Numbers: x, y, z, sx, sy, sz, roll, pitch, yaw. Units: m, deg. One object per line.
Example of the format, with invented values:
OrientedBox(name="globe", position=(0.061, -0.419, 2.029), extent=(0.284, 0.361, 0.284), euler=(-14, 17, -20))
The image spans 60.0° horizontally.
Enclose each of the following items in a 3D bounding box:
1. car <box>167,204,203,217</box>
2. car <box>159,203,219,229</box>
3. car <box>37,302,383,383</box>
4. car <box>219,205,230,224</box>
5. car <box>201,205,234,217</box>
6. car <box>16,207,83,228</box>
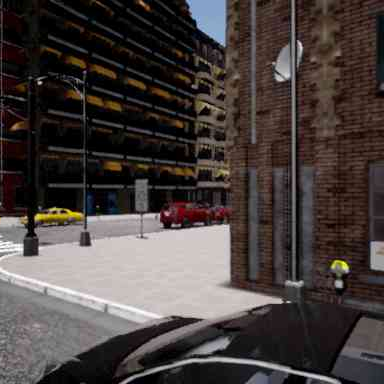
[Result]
OrientedBox(name="car", position=(-0.758, 2.181, 39.167), extent=(1.887, 1.381, 4.507), euler=(-1, -2, 35))
OrientedBox(name="car", position=(-0.379, 1.722, 25.157), extent=(2.192, 1.841, 5.009), euler=(-2, -2, 35))
OrientedBox(name="car", position=(0.658, 1.566, 2.407), extent=(4.313, 1.339, 1.947), euler=(0, 0, 35))
OrientedBox(name="car", position=(2.869, 2.054, 29.791), extent=(1.887, 1.381, 4.507), euler=(-2, -2, 35))
OrientedBox(name="car", position=(3.137, 2.284, 40.179), extent=(1.895, 1.301, 4.718), euler=(0, -1, 35))
OrientedBox(name="car", position=(-10.597, 1.851, 25.106), extent=(1.752, 1.417, 4.829), euler=(-1, -2, 35))
